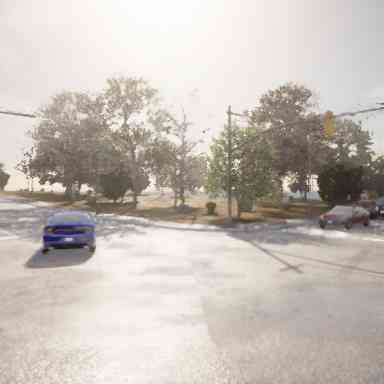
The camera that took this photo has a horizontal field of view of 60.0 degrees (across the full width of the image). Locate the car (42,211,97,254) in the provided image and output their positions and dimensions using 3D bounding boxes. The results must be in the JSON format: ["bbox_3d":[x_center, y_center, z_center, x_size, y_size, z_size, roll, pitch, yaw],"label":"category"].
[{"bbox_3d":[-5.061,1.511,13.974,1.882,1.535,5.008,1,0,-18],"label":"car"}]

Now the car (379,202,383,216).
[{"bbox_3d":[13.371,1.506,19.948,4.902,1.511,2.128,0,0,-43],"label":"car"}]

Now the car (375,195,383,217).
[{"bbox_3d":[17.081,1.245,28.214,5.566,2.045,2.150,0,0,-43],"label":"car"}]

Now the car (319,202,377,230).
[{"bbox_3d":[10.043,1.548,21.658,4.674,1.442,1.812,0,0,-42],"label":"car"}]
